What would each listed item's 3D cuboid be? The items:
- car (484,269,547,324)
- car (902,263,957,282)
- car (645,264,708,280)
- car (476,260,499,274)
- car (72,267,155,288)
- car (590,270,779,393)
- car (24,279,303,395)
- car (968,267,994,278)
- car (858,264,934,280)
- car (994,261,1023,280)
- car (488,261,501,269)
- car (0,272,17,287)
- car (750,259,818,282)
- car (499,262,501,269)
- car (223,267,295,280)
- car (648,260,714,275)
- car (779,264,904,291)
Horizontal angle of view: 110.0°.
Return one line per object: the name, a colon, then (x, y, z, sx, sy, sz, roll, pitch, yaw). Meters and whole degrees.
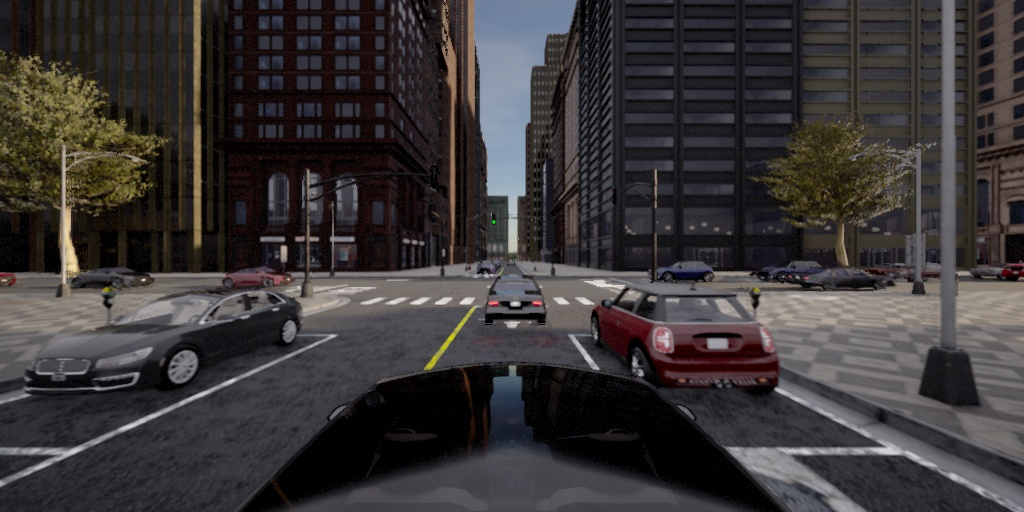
car: (0.095, 1.336, 12.073, 2.033, 1.411, 5.357, 0, 0, 0)
car: (32.334, 1.291, 28.396, 4.674, 1.442, 1.812, 0, 0, 0)
car: (14.454, 1.400, 31.608, 4.718, 1.301, 1.895, 0, 0, -3)
car: (-3.066, 1.269, 43.060, 2.097, 1.767, 4.553, 0, 0, 0)
car: (-27.477, 1.477, 24.810, 4.181, 1.385, 1.994, 0, 0, 0)
car: (2.761, 1.208, 6.745, 1.967, 1.591, 4.097, 0, 0, 0)
car: (-5.764, 1.319, 6.741, 2.007, 1.370, 4.403, 0, 0, 0)
car: (43.658, 1.341, 31.634, 4.718, 1.301, 1.895, 0, 0, 0)
car: (33.812, 1.359, 31.648, 4.718, 1.301, 1.895, 0, 0, 0)
car: (42.632, 0.968, 28.389, 5.566, 2.045, 2.150, 0, 0, 0)
car: (-3.062, 1.559, 63.240, 2.033, 1.411, 5.357, 0, 0, 0)
car: (-37.584, 1.419, 24.790, 5.008, 1.535, 1.882, 0, 0, 0)
car: (22.056, 1.139, 28.377, 4.553, 1.767, 2.097, 0, 0, 0)
car: (-3.087, 1.526, 53.019, 1.994, 1.385, 4.181, 0, 0, 0)
car: (-17.471, 1.450, 24.832, 4.181, 1.385, 1.994, 0, 0, 0)
car: (13.341, 1.158, 28.356, 4.553, 1.767, 2.097, 0, 0, 0)
car: (19.793, 1.347, 21.716, 5.357, 1.411, 2.033, 0, 0, 0)
